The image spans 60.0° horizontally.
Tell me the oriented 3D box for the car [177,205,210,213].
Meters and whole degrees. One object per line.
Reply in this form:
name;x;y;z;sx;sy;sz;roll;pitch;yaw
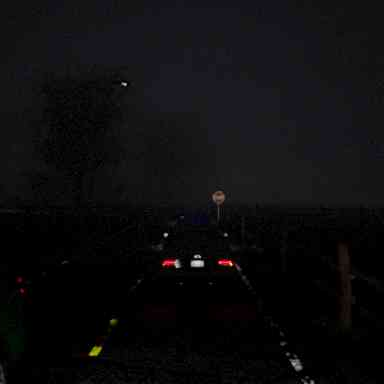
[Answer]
car;0.118;1.538;20.340;1.882;1.535;5.008;0;0;0

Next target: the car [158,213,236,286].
car;0.114;1.576;9.568;2.033;1.411;5.357;0;0;0

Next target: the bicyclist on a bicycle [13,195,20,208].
bicyclist on a bicycle;-21.948;1.248;41.565;0.582;1.620;1.656;1;0;2

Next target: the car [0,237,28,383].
car;-2.848;1.226;1.349;2.150;2.045;5.566;0;0;0
